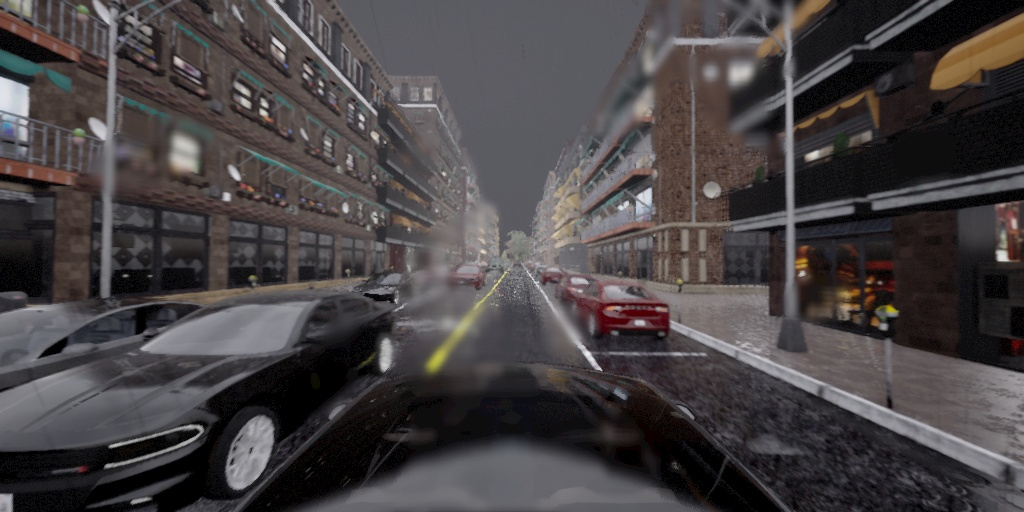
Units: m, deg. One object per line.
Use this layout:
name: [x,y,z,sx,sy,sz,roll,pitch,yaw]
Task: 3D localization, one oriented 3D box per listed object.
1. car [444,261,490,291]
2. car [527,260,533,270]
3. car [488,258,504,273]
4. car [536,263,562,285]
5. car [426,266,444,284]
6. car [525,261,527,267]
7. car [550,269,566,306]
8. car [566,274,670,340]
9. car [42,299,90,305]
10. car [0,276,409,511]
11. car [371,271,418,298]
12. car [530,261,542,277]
car: [-2.771,1.319,23.180,1.882,1.535,5.008,0,-1,1]
car: [3.422,1.469,49.825,1.967,1.591,4.097,0,0,1]
car: [-2.270,1.311,49.408,2.150,2.045,5.566,0,0,1]
car: [3.062,1.452,27.182,1.888,1.381,4.507,0,0,1]
car: [-5.317,1.426,27.356,1.802,1.307,4.207,0,0,1]
car: [3.512,1.611,55.486,2.007,1.370,4.403,0,0,1]
car: [2.885,1.429,15.862,1.802,1.307,4.207,0,0,1]
car: [2.866,1.362,10.201,1.888,1.381,4.507,0,0,1]
car: [-5.806,1.288,4.715,1.948,1.339,4.313,0,0,1]
car: [-3.083,1.221,4.656,1.882,1.535,5.008,0,0,1]
car: [-5.499,1.349,16.038,1.948,1.339,4.313,0,0,1]
car: [3.242,1.518,38.504,2.007,1.370,4.403,0,0,1]
